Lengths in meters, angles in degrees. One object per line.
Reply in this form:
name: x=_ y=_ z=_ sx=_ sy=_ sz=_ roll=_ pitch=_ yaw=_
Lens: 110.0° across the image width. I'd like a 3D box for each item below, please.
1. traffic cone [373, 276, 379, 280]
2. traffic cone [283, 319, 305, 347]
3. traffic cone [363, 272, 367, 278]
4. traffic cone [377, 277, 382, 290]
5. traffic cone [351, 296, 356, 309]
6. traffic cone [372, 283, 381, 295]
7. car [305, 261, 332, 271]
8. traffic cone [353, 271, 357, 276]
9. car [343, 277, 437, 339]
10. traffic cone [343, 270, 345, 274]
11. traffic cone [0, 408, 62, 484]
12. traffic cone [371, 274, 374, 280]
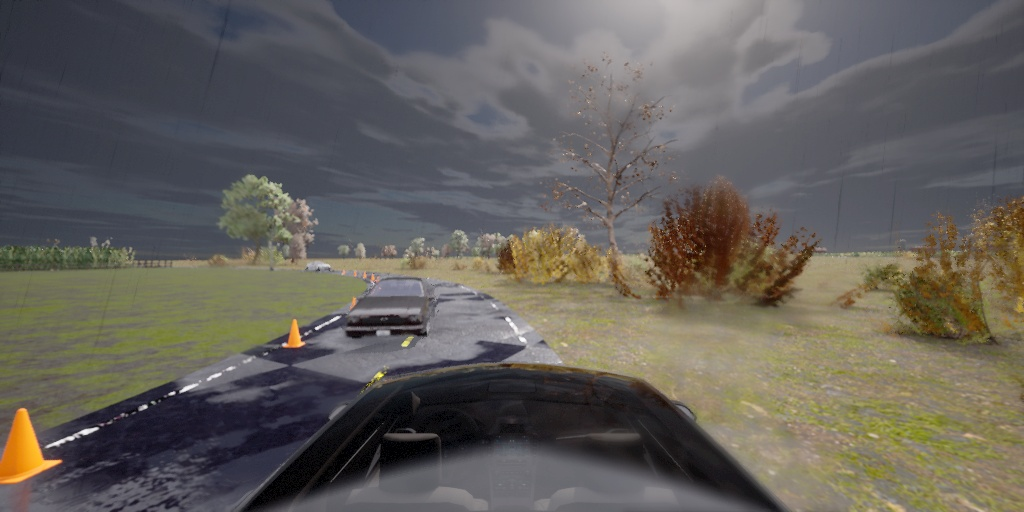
traffic cone: x=-9.947 y=1.794 z=26.656 sx=0.340 sy=0.580 sz=0.340 roll=0 pitch=0 yaw=-24
traffic cone: x=-4.926 y=1.731 z=8.119 sx=0.340 sy=0.580 sz=0.340 roll=0 pitch=0 yaw=-7
traffic cone: x=-14.436 y=1.829 z=35.174 sx=0.340 sy=0.580 sz=0.340 roll=0 pitch=0 yaw=-32
traffic cone: x=-8.183 y=1.780 z=22.173 sx=0.340 sy=0.580 sz=0.340 roll=0 pitch=0 yaw=-19
traffic cone: x=-5.666 y=1.749 z=12.879 sx=0.340 sy=0.580 sz=0.340 roll=0 pitch=0 yaw=-11
traffic cone: x=-6.754 y=1.765 z=17.572 sx=0.340 sy=0.580 sz=0.340 roll=0 pitch=0 yaw=-15
car: x=-28.700 y=1.523 z=53.046 sx=4.674 sy=1.442 sz=1.812 roll=0 pitch=-1 yaw=31
traffic cone: x=-17.137 y=1.850 z=39.163 sx=0.340 sy=0.580 sz=0.340 roll=0 pitch=0 yaw=-36
car: x=-3.238 y=1.336 z=10.595 sx=2.033 sy=1.411 sz=5.357 roll=0 pitch=0 yaw=-8
traffic cone: x=-20.122 y=1.871 z=42.945 sx=0.340 sy=0.580 sz=0.340 roll=0 pitch=0 yaw=-40
traffic cone: x=-4.537 y=1.713 z=3.317 sx=0.340 sy=0.580 sz=0.340 roll=0 pitch=0 yaw=-3
traffic cone: x=-12.035 y=1.811 z=30.997 sx=0.340 sy=0.580 sz=0.340 roll=0 pitch=0 yaw=-28
